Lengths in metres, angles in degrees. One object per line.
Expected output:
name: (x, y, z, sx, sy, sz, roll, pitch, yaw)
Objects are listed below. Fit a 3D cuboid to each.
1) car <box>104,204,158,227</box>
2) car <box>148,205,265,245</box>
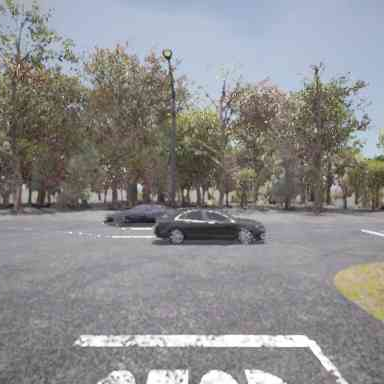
car: (-2.910, 1.501, 21.710, 5.357, 1.411, 2.033, 0, 0, 0)
car: (0.751, 1.481, 14.679, 4.892, 1.490, 1.837, 0, 0, 0)
